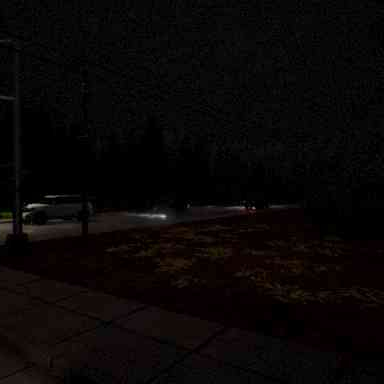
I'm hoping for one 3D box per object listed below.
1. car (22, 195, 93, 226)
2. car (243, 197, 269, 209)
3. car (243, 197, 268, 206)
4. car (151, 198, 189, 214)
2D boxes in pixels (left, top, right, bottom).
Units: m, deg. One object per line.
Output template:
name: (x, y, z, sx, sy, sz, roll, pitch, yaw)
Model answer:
car: (-9.955, 1.235, 24.336, 2.150, 2.045, 5.566, 0, 0, 37)
car: (8.344, 1.360, 42.830, 2.128, 1.511, 4.902, 0, 0, 37)
car: (9.706, 1.441, 50.724, 1.895, 1.301, 4.718, 0, 0, 37)
car: (-2.223, 1.449, 34.771, 1.837, 1.490, 4.892, 0, 0, 37)
